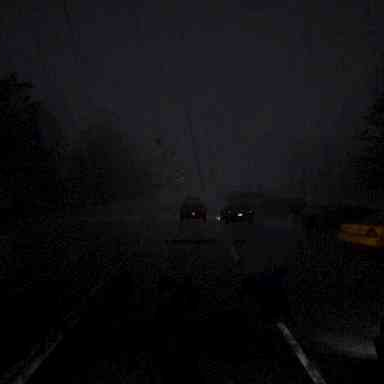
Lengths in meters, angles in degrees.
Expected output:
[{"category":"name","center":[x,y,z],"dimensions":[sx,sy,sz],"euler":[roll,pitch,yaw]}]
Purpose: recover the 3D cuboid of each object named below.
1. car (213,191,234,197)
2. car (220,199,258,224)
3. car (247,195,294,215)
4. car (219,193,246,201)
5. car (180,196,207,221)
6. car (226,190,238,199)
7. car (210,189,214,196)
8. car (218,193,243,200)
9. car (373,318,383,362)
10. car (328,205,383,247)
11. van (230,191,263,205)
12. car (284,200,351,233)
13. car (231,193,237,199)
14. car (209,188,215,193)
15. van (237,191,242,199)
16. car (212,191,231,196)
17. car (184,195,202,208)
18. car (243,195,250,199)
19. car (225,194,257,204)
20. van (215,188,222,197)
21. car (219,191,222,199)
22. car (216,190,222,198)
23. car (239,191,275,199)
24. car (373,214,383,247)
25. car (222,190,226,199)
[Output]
[{"category":"car","center":[8.085,0.581,84.609],"dimensions":[4.792,1.488,2.163],"euler":[0,1,-20]},{"category":"car","center":[3.097,1.425,23.415],"dimensions":[1.994,1.385,4.181],"euler":[0,0,0]},{"category":"car","center":[8.040,1.318,30.855],"dimensions":[4.792,1.488,2.163],"euler":[1,1,-20]},{"category":"car","center":[8.087,0.954,66.709],"dimensions":[4.792,1.488,2.163],"euler":[0,1,-20]},{"category":"car","center":[0.096,1.322,25.406],"dimensions":[1.882,1.535,5.008],"euler":[0,1,0]},{"category":"car","center":[8.042,0.912,45.786],"dimensions":[5.566,2.045,2.435],"euler":[1,1,-20]},{"category":"car","center":[7.885,0.616,81.547],"dimensions":[5.366,1.575,1.946],"euler":[0,2,-20]},{"category":"car","center":[8.055,0.910,69.680],"dimensions":[4.674,1.452,2.002],"euler":[0,1,-20]},{"category":"car","center":[3.099,1.546,1.531],"dimensions":[2.033,1.411,5.357],"euler":[0,0,0]},{"category":"car","center":[8.240,1.435,12.926],"dimensions":[5.366,1.575,1.946],"euler":[1,0,-20]},{"category":"van","center":[7.958,0.912,48.739],"dimensions":[4.442,1.987,1.878],"euler":[1,1,-20]},{"category":"car","center":[8.042,1.418,18.849],"dimensions":[4.792,1.488,2.163],"euler":[1,1,-20]},{"category":"car","center":[8.058,1.189,42.820],"dimensions":[4.892,1.521,2.231],"euler":[1,0,-20]},{"category":"car","center":[7.885,0.478,87.512],"dimensions":[5.366,1.575,1.946],"euler":[0,2,-20]},{"category":"van","center":[8.176,0.989,39.878],"dimensions":[4.442,1.987,1.878],"euler":[1,0,-20]},{"category":"car","center":[8.053,0.457,90.560],"dimensions":[4.674,1.452,2.002],"euler":[0,1,-20]},{"category":"car","center":[0.094,1.192,42.604],"dimensions":[2.128,1.511,4.902],"euler":[0,0,0]},{"category":"car","center":[8.061,1.303,33.873],"dimensions":[4.674,1.452,2.002],"euler":[1,0,-20]},{"category":"car","center":[8.059,1.122,54.756],"dimensions":[4.674,1.452,2.002],"euler":[1,0,-20]},{"category":"van","center":[7.955,0.590,72.607],"dimensions":[4.442,1.987,1.878],"euler":[0,2,-20]},{"category":"car","center":[8.034,1.041,60.712],"dimensions":[4.792,1.488,2.163],"euler":[1,1,-20]},{"category":"car","center":[7.889,0.965,63.639],"dimensions":[5.366,1.575,1.946],"euler":[0,1,-20]},{"category":"car","center":[8.037,1.112,36.844],"dimensions":[4.553,1.767,2.185],"euler":[1,0,-20]},{"category":"car","center":[8.073,1.495,9.853],"dimensions":[4.674,1.452,2.002],"euler":[1,1,-20]},{"category":"car","center":[8.092,0.862,51.782],"dimensions":[5.566,2.045,2.435],"euler":[1,0,-20]}]
